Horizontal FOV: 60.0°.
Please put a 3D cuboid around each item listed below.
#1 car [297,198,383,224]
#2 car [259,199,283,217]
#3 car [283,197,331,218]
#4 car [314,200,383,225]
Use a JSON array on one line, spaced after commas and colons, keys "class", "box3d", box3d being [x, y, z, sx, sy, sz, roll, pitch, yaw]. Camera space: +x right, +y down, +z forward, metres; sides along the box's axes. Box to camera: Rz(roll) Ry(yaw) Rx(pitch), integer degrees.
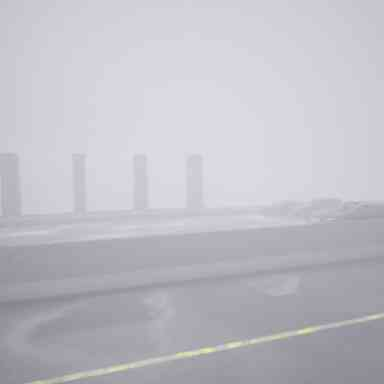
[{"class": "car", "box3d": [8.178, 1.226, 16.849, 4.902, 1.511, 2.128, -2, 0, -19]}, {"class": "car", "box3d": [7.722, 1.299, 27.802, 4.181, 1.385, 1.994, -2, 0, -19]}, {"class": "car", "box3d": [9.619, 1.186, 24.758, 4.892, 1.490, 1.837, -1, 0, -19]}, {"class": "car", "box3d": [10.397, 1.260, 21.323, 4.718, 1.301, 1.895, -2, 0, -19]}]
